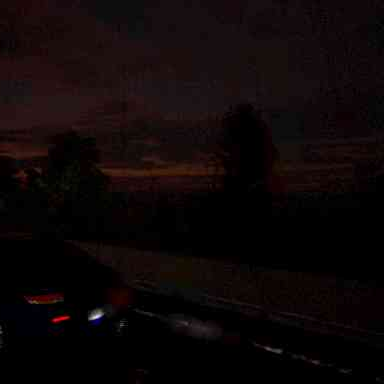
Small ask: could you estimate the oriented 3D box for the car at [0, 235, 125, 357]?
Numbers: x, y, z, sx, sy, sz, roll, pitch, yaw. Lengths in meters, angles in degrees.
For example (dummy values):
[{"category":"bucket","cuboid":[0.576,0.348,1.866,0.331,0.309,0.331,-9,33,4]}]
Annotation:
[{"category":"car","cuboid":[-3.205,1.516,5.970,4.674,1.442,1.812,0,0,36]}]
